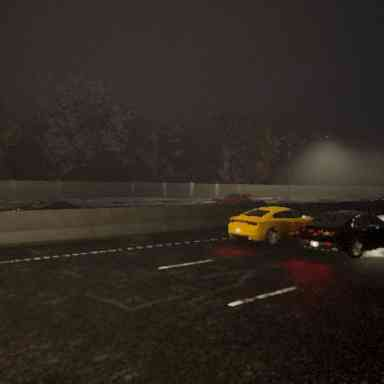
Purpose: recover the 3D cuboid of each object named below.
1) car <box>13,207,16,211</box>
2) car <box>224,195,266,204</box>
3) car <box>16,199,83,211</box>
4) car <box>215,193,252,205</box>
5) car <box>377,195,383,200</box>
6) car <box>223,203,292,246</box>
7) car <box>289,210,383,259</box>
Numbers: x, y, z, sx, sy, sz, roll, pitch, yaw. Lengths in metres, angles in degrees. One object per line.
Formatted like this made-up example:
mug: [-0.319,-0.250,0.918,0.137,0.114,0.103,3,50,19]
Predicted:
car: [-12.924,1.383,29.149,4.892,1.490,1.837,0,0,-35]
car: [6.534,1.389,38.705,4.902,1.511,2.128,0,0,-35]
car: [-10.934,1.417,26.273,4.674,1.442,1.812,0,0,-35]
car: [5.536,1.109,42.255,5.566,2.045,2.150,0,0,-35]
car: [38.513,1.250,65.834,5.008,1.535,1.882,0,0,-36]
car: [3.946,1.440,15.294,5.008,1.535,1.882,0,0,-36]
car: [6.065,1.482,12.505,4.892,1.490,1.837,0,0,-36]
